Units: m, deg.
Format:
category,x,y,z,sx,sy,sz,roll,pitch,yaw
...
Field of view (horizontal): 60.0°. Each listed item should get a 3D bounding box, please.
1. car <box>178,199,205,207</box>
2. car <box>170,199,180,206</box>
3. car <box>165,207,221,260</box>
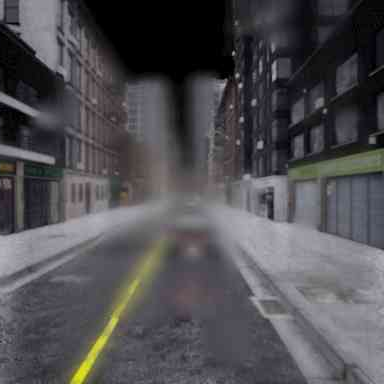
category,x,y,z,sx,sy,sz,roll,pitch,yaw
car,0.061,1.597,27.668,1.837,1.490,4.892,0,0,1
car,-2.770,1.806,58.072,1.895,1.301,4.718,0,0,1
car,0.054,1.547,12.611,1.837,1.490,4.892,0,0,1
